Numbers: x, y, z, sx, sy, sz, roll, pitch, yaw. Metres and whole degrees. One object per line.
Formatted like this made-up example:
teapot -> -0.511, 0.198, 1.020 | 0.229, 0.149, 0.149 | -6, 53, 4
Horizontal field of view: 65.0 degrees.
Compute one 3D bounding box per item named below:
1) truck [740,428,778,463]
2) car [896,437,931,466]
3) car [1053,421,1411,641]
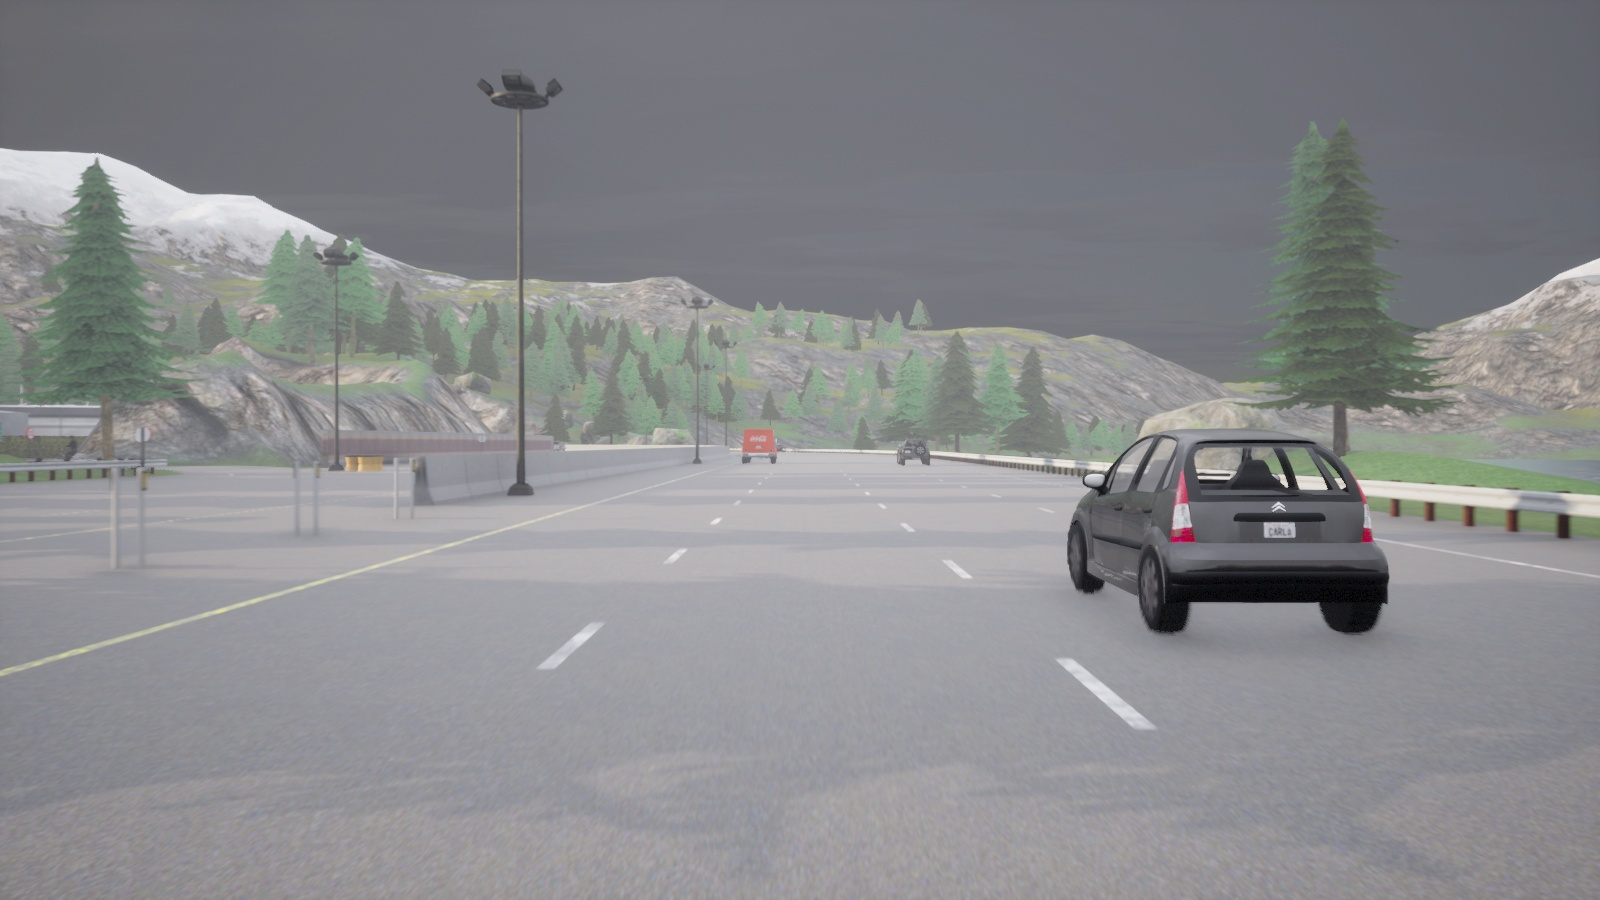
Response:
truck -> -2.955, -0.282, 92.232 | 2.627, 2.467, 5.204 | 0, -1, 0
car -> 7.493, 0.095, 83.164 | 1.932, 1.855, 4.605 | 0, 0, 0
car -> 3.580, 0.583, 11.244 | 1.851, 1.617, 3.988 | 0, 0, 0
